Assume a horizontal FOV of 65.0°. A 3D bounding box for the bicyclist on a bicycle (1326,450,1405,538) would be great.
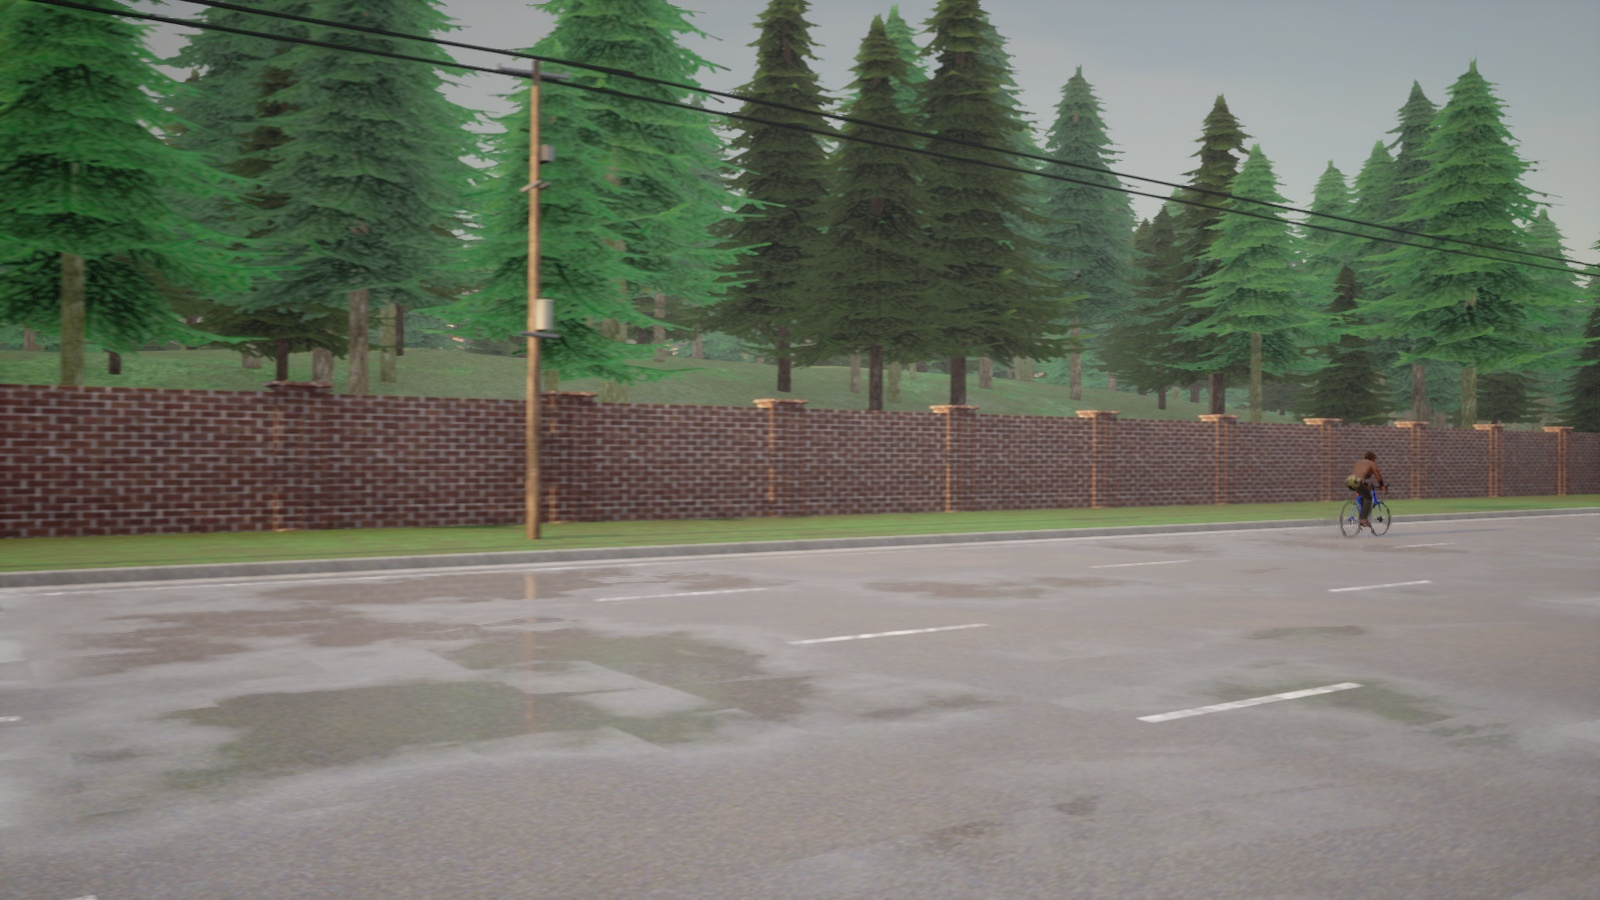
[{"bbox_3d":[10.684,0.813,23.715,1.656,1.620,0.582,1,0,-34],"label":"bicyclist on a bicycle"}]
